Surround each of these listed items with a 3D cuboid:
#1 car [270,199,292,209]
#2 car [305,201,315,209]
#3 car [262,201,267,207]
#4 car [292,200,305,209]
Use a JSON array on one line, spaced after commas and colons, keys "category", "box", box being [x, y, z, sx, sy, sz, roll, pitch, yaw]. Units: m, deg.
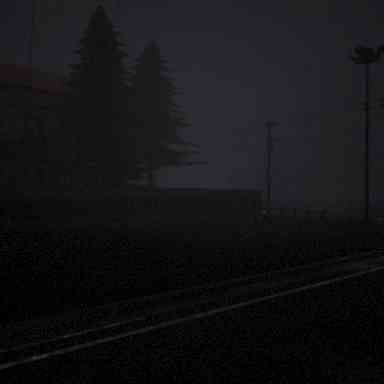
[{"category": "car", "box": [10.829, 1.826, 45.828, 1.895, 1.301, 4.718, 0, 0, -36]}, {"category": "car", "box": [16.287, 1.834, 50.239, 1.994, 1.385, 4.181, 0, 0, -36]}, {"category": "car", "box": [7.421, 1.751, 44.564, 2.033, 1.411, 5.357, 0, 0, -36]}, {"category": "car", "box": [13.377, 1.725, 48.285, 1.882, 1.535, 5.008, 0, 0, -36]}]
